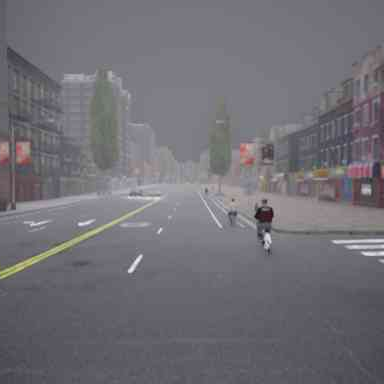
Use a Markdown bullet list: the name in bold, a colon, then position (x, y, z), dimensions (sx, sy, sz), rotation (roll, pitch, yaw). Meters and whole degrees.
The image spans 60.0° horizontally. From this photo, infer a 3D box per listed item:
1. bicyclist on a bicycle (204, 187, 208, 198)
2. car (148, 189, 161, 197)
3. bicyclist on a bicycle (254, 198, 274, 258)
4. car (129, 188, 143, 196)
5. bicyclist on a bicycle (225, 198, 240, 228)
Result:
- **bicyclist on a bicycle**: position (2.250, 0.093, 51.774), dimensions (0.659, 1.776, 1.843), rotation (0, 2, 0)
- **car**: position (-6.502, 0.093, 58.545), dimensions (1.895, 1.301, 4.718), rotation (0, 2, 0)
- **bicyclist on a bicycle**: position (2.232, 1.066, 10.400), dimensions (0.659, 1.776, 1.843), rotation (-1, 2, 0)
- **car**: position (-9.752, 0.055, 58.574), dimensions (1.994, 1.385, 4.181), rotation (0, 2, 0)
- **bicyclist on a bicycle**: position (2.260, 1.154, 18.502), dimensions (0.866, 1.612, 1.509), rotation (0, 1, 0)
